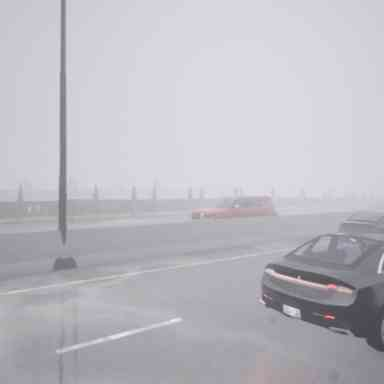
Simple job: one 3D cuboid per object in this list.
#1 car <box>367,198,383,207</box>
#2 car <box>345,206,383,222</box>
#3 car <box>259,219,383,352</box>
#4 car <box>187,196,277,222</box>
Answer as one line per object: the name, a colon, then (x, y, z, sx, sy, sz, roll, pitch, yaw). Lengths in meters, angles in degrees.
car: (24.586, 1.571, 42.940, 4.892, 1.490, 1.837, 1, 0, -35)
car: (7.977, 1.520, 13.739, 4.892, 1.490, 1.837, 0, 0, -36)
car: (3.404, 1.497, 6.177, 4.902, 1.511, 2.128, 0, 0, -36)
car: (2.365, 1.234, 18.576, 5.566, 2.045, 2.150, 0, 0, -35)
